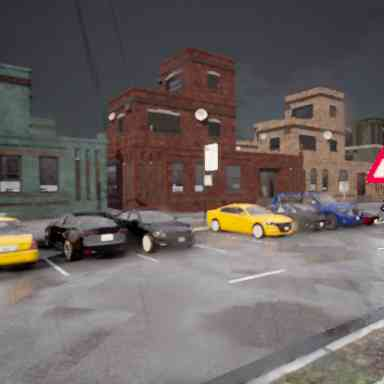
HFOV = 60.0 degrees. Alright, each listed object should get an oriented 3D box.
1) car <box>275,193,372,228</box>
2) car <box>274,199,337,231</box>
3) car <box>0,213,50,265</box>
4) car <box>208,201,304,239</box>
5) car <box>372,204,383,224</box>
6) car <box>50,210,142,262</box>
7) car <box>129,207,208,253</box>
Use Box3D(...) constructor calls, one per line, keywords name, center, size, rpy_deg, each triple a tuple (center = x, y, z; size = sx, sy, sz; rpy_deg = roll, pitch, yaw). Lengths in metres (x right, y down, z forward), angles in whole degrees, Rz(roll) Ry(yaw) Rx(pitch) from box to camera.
Box3D(name="car", center=(7.375, 1.073, 20.262), size=(2.435, 2.045, 5.566), rpy_deg=(-1, 0, -35))
Box3D(name="car", center=(5.099, 1.348, 18.670), size=(2.231, 1.521, 4.892), rpy_deg=(-1, 0, -35))
Box3D(name="car", center=(-6.343, 1.458, 10.796), size=(1.946, 1.575, 5.366), rpy_deg=(-1, 0, -35))
Box3D(name="car", center=(2.827, 1.370, 17.069), size=(2.097, 1.535, 5.008), rpy_deg=(-1, 0, -35))
Box3D(name="car", center=(9.643, 1.330, 21.874), size=(2.163, 1.488, 4.792), rpy_deg=(-1, 0, -35))
Box3D(name="car", center=(-3.983, 1.468, 12.272), size=(2.163, 1.488, 4.792), rpy_deg=(-1, 0, -35))
Box3D(name="car", center=(-1.802, 1.417, 13.785), size=(2.097, 1.535, 5.008), rpy_deg=(-1, 0, -35))
